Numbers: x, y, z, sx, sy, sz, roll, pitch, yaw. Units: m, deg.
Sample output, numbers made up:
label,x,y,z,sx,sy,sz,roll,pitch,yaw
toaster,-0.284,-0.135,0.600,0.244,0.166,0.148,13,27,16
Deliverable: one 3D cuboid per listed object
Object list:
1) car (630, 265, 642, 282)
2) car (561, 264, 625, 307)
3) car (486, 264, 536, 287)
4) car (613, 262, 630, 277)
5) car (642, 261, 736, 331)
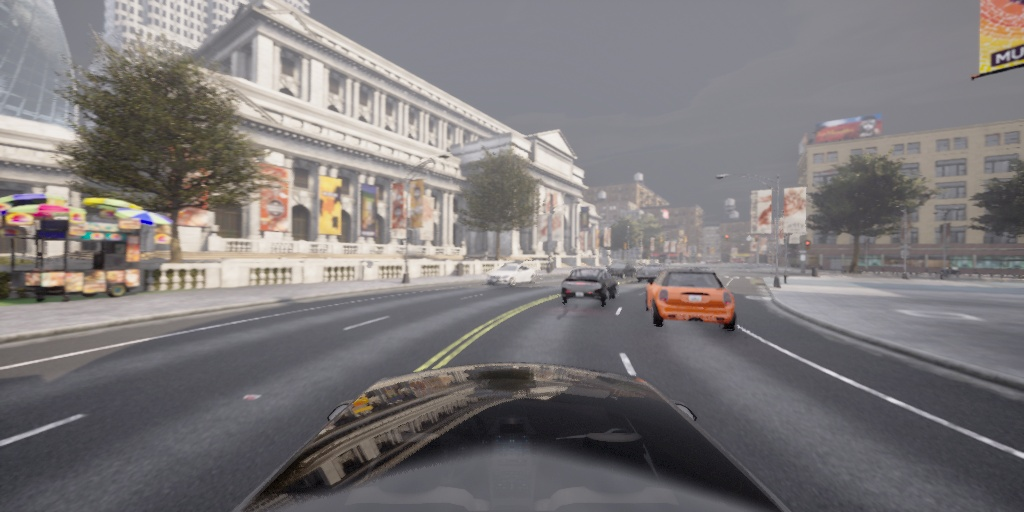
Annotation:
label,x,y,z,sx,sy,sz,roll,pitch,yaw
car,11.766,1.463,29.740,2.033,1.411,5.357,1,0,33
car,3.593,1.293,16.148,2.128,1.511,4.902,1,0,23
car,0.074,1.282,24.897,1.812,1.442,4.674,1,0,31
car,10.154,1.373,33.853,1.882,1.535,5.008,1,0,34
car,5.619,1.180,11.796,2.097,1.767,4.553,1,0,17
